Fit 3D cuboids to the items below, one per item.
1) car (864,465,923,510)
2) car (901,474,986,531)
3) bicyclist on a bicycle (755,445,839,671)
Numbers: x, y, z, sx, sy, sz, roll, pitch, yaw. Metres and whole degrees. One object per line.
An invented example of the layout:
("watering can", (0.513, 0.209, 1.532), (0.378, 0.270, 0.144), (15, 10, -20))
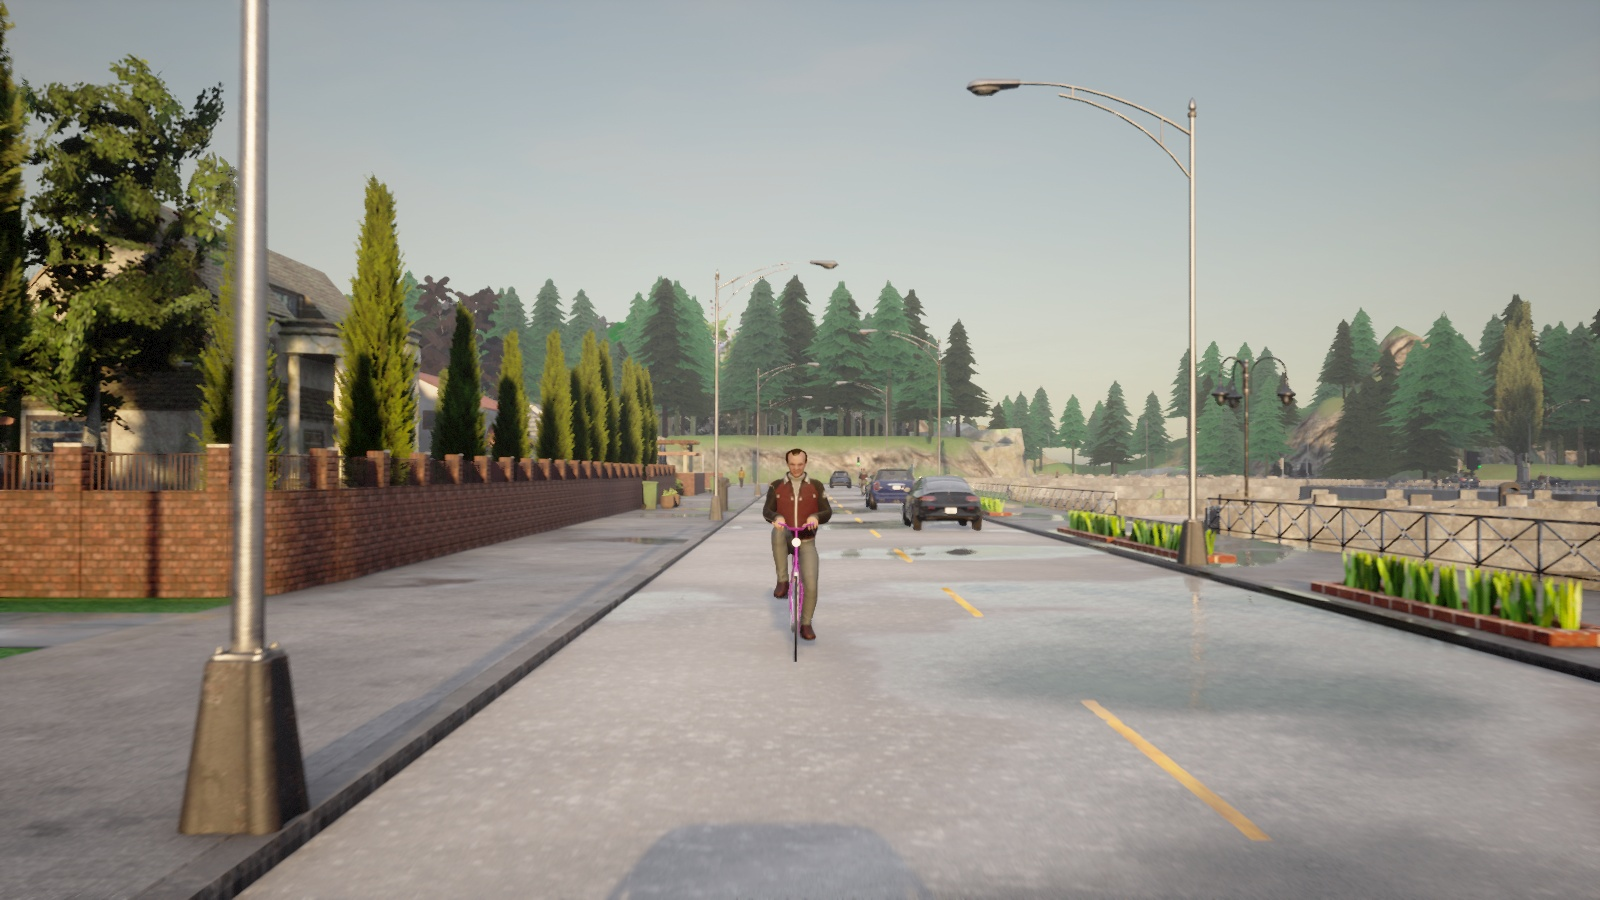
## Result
("car", (3.876, 1.540, 52.680), (2.097, 1.767, 4.553), (0, -1, 0))
("car", (3.918, 1.410, 34.939), (1.812, 1.442, 4.674), (0, -1, 0))
("bicyclist on a bicycle", (-0.026, 0.866, 10.806), (0.659, 1.776, 1.843), (0, -1, 0))
